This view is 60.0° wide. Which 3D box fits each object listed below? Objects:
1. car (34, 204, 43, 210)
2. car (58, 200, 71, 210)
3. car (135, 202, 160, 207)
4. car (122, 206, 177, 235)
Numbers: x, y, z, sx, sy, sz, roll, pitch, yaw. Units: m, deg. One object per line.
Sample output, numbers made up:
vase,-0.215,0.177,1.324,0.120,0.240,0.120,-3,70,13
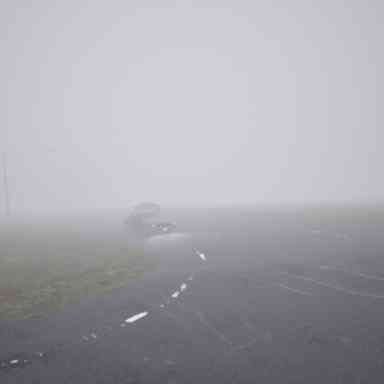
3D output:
car,-39.697,4.001,86.205,2.128,1.511,4.902,-4,1,-33
car,-29.365,3.024,76.490,2.150,2.045,5.566,-4,0,-33
car,-5.427,1.897,39.081,2.128,1.511,4.902,-4,1,-33
car,-3.050,1.946,22.414,2.033,1.411,5.357,-4,1,-32
